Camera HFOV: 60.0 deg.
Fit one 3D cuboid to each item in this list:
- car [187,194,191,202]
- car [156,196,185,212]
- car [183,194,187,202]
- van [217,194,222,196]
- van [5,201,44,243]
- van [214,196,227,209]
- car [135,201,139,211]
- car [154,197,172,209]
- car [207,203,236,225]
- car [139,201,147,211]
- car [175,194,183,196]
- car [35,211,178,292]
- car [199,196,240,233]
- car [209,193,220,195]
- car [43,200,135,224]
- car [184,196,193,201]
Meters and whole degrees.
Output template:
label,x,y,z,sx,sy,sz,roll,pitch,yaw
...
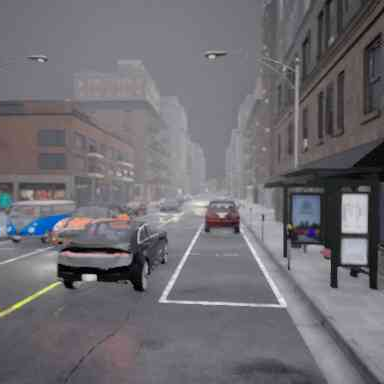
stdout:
label,x,y,z,sx,sy,sz,roll,pitch,yaw
car,-1.825,1.631,74.525,1.802,1.307,4.206,1,0,5
car,-2.327,1.524,37.168,1.837,1.490,4.892,1,-1,5
car,-2.716,1.345,63.750,2.192,1.841,5.009,1,0,5
van,3.111,1.424,36.145,1.690,1.788,3.998,1,0,5
van,-6.742,1.288,15.261,1.690,1.788,3.998,1,0,5
van,3.993,1.443,46.922,1.690,1.788,3.998,1,0,5
car,-5.850,1.531,26.036,1.947,1.339,4.313,1,0,5
car,-4.074,1.528,47.418,1.752,1.417,4.829,1,0,5
car,2.227,1.616,25.369,2.008,1.369,4.403,1,0,5
car,-5.402,1.520,31.424,1.887,1.381,4.507,1,0,5
car,-3.166,1.587,58.362,1.947,1.339,4.313,1,0,5
car,-1.834,1.494,9.012,2.128,1.511,4.902,1,0,5
car,1.789,1.370,19.981,2.192,1.841,5.009,1,0,5
car,3.552,1.408,41.534,2.192,1.841,5.009,1,0,5
car,-4.229,1.329,14.609,2.097,1.767,4.553,1,0,5
car,-0.930,1.618,85.301,2.008,1.369,4.403,1,0,5
